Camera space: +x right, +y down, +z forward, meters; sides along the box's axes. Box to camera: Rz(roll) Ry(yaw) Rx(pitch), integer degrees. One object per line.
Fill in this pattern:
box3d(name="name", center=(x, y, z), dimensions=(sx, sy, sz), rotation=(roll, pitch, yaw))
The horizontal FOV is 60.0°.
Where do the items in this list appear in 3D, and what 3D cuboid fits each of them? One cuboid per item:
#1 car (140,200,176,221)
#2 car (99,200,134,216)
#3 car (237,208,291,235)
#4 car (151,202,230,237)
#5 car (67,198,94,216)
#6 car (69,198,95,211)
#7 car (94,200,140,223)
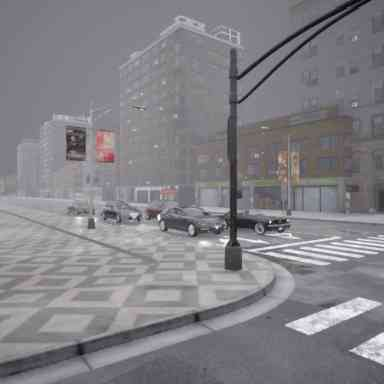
box3d(name="car", center=(-1.947, 1.434, 26.726), dimensions=(2.097, 1.767, 4.553), rotation=(0, 0, -36))
box3d(name="car", center=(-8.029, 1.622, 35.091), dimensions=(1.837, 1.490, 4.892), rotation=(0, 0, -36))
box3d(name="car", center=(3.381, 1.647, 19.403), dimensions=(1.895, 1.301, 4.718), rotation=(0, 0, -36))
box3d(name="car", center=(-0.163, 1.558, 18.741), dimensions=(1.837, 1.490, 4.892), rotation=(0, 0, -36))
box3d(name="car", center=(-11.511, 1.625, 34.354), dimensions=(1.837, 1.490, 4.892), rotation=(0, 0, -36))
box3d(name="car", center=(-14.799, 1.625, 44.476), dimensions=(1.882, 1.535, 5.008), rotation=(0, 0, -35))
box3d(name="car", center=(-5.662, 1.581, 26.300), dimensions=(2.128, 1.511, 4.902), rotation=(0, 0, -36))
